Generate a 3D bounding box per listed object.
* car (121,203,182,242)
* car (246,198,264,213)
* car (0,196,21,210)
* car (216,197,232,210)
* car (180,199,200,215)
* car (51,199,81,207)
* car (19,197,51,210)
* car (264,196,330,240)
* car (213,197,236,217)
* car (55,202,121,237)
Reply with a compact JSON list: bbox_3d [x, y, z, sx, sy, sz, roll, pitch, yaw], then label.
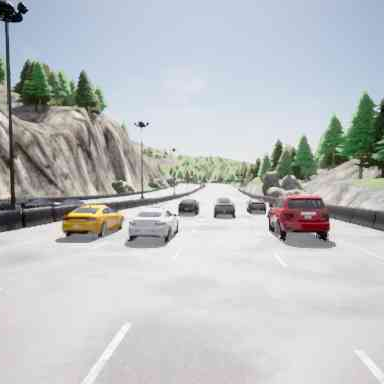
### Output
[{"bbox_3d":[-1.794,1.507,16.340,1.812,1.442,4.674,0,0,5],"label":"car"},{"bbox_3d":[7.018,1.449,36.541,2.128,1.511,4.902,0,0,5],"label":"car"},{"bbox_3d":[-21.052,1.312,39.127,2.097,1.767,4.553,0,0,5],"label":"car"},{"bbox_3d":[4.017,1.429,42.388,1.882,1.535,5.008,0,0,5],"label":"car"},{"bbox_3d":[-0.264,1.440,33.688,1.882,1.535,5.008,0,0,5],"label":"car"},{"bbox_3d":[-14.067,1.523,38.652,1.994,1.385,4.181,0,0,5],"label":"car"},{"bbox_3d":[-17.590,1.524,38.558,1.994,1.385,4.181,0,0,5],"label":"car"},{"bbox_3d":[5.302,1.200,17.125,2.150,2.045,5.566,0,0,5],"label":"car"},{"bbox_3d":[2.976,1.457,30.582,2.128,1.511,4.902,0,0,5],"label":"car"},{"bbox_3d":[-5.163,1.458,17.981,1.882,1.535,5.008,0,0,5],"label":"car"}]
